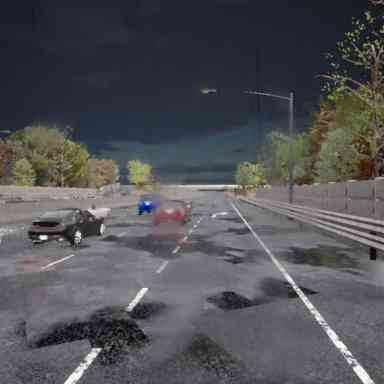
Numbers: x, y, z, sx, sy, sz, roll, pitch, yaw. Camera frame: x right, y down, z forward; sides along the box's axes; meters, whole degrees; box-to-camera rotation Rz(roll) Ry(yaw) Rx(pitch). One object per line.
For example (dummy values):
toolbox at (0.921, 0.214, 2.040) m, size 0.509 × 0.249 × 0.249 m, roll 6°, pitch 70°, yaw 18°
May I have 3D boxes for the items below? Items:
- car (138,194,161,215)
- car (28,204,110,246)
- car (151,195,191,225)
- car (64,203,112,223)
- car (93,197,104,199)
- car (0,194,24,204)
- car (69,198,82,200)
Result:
car at (-3.881, 1.222, 33.671) m, size 2.150 × 2.045 × 5.566 m, roll 0°, pitch 0°, yaw 5°
car at (-5.555, 1.506, 15.370) m, size 1.837 × 1.490 × 4.892 m, roll 0°, pitch 0°, yaw 5°
car at (-1.255, 1.354, 23.969) m, size 2.097 × 1.767 × 4.553 m, roll 0°, pitch 0°, yaw 6°
car at (-8.069, 1.602, 26.298) m, size 1.895 × 1.301 × 4.718 m, roll 0°, pitch 0°, yaw 5°
car at (-15.993, 1.549, 56.931) m, size 1.812 × 1.442 × 4.674 m, roll 0°, pitch 0°, yaw 5°
car at (-24.234, 1.359, 43.874) m, size 2.097 × 1.767 × 4.553 m, roll 0°, pitch 0°, yaw 6°
car at (-19.634, 1.621, 55.567) m, size 1.895 × 1.301 × 4.718 m, roll 0°, pitch 0°, yaw 5°
